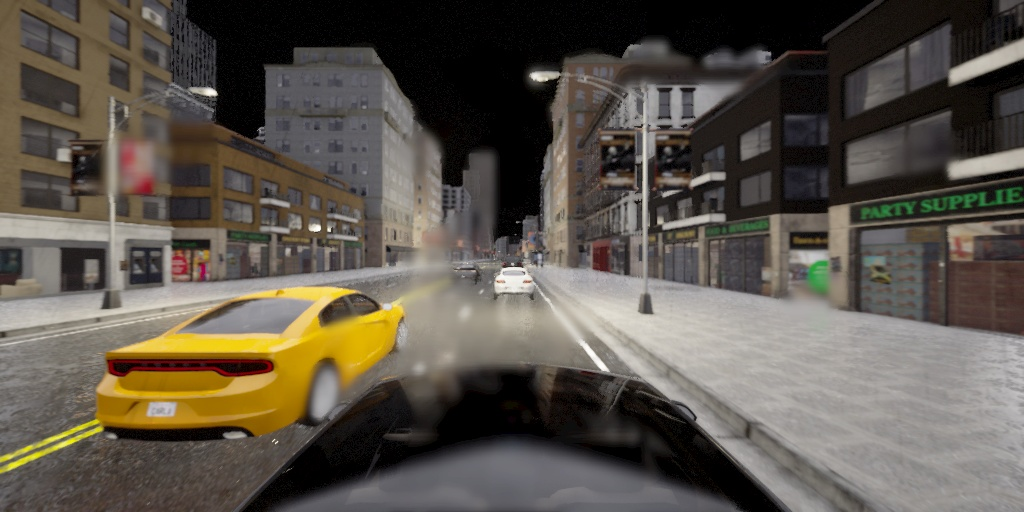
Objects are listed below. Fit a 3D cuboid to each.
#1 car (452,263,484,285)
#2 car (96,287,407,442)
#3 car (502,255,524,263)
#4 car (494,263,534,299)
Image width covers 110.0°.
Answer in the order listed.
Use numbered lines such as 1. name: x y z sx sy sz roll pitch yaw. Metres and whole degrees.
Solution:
1. car: -3.158 1.217 26.132 2.128 1.511 4.902 0 0 0
2. car: -3.151 1.223 5.702 1.882 1.535 5.008 0 0 0
3. car: 0.087 0.935 37.979 2.150 2.045 5.566 0 0 0
4. car: 0.095 1.259 17.722 1.812 1.442 4.674 0 0 0
